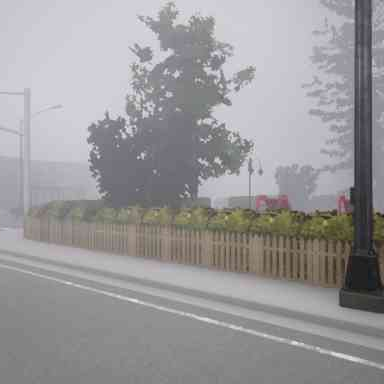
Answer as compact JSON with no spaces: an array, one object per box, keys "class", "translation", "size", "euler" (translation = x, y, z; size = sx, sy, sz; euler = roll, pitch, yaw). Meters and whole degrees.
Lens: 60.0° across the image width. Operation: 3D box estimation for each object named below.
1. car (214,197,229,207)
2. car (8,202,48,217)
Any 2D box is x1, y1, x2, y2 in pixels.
[{"class":"car","translation":[5.302,1.491,51.160],"size":[2.128,1.511,4.902],"euler":[0,0,36]},{"class":"car","translation":[-13.989,1.601,30.301],"size":[1.895,1.301,4.718],"euler":[0,0,35]}]
